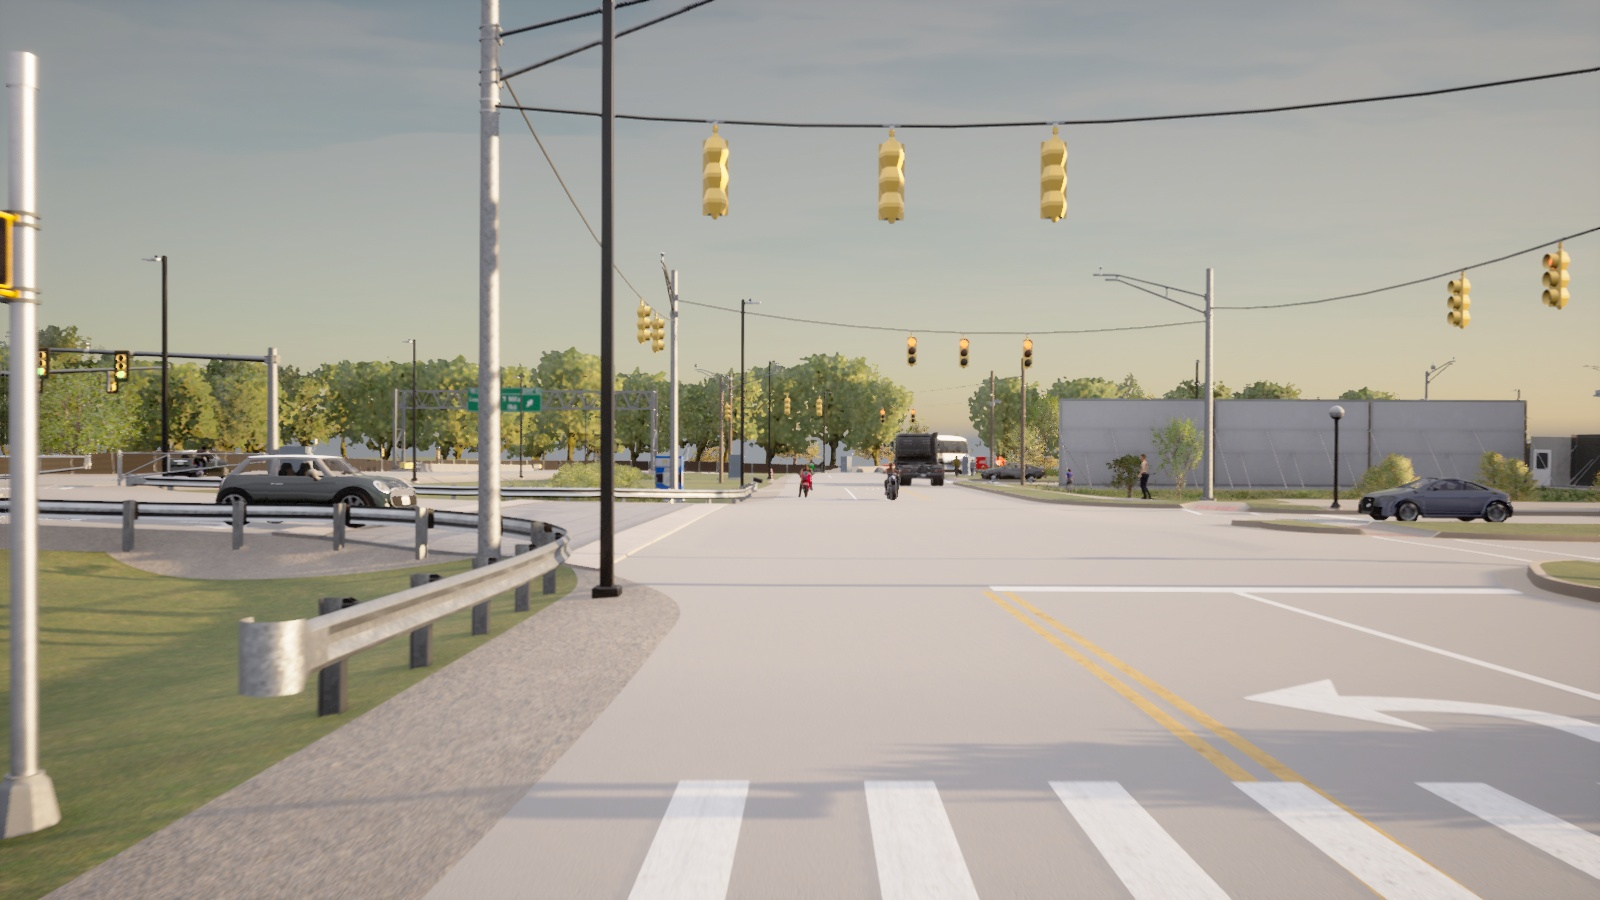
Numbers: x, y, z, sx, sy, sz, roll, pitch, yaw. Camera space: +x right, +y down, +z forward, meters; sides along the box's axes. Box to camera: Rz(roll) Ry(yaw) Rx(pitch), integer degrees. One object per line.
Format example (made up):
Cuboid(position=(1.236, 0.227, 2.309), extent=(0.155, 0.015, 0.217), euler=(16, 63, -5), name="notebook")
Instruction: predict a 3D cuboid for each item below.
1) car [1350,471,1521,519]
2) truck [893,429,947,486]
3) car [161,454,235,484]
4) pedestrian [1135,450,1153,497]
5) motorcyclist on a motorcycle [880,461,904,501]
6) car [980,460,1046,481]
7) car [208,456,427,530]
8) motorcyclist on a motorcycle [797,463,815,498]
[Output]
Cuboid(position=(19.280, 1.358, 38.219), extent=(4.181, 1.385, 1.994), euler=(0, 0, 1), name="car")
Cuboid(position=(7.681, 0.469, 81.373), extent=(2.891, 3.462, 7.936), euler=(0, 0, 1), name="truck")
Cuboid(position=(-30.719, 0.986, 64.206), extent=(1.970, 1.475, 3.806), euler=(0, -1, 1), name="car")
Cuboid(position=(13.606, 0.923, 49.715), extent=(0.594, 1.836, 0.345), euler=(0, 1, 38), name="pedestrian")
Cuboid(position=(3.863, 1.284, 52.874), extent=(0.766, 1.649, 2.350), euler=(0, 0, -1), name="motorcyclist on a motorcycle")
Cuboid(position=(16.459, 1.585, 97.103), extent=(4.902, 1.511, 2.128), euler=(1, 1, 10), name="car")
Cuboid(position=(-10.041, 0.878, 26.317), extent=(3.806, 1.475, 1.970), euler=(0, -1, 5), name="car")
Cuboid(position=(0.280, 1.350, 56.320), extent=(0.797, 1.523, 2.044), euler=(0, 0, 1), name="motorcyclist on a motorcycle")
